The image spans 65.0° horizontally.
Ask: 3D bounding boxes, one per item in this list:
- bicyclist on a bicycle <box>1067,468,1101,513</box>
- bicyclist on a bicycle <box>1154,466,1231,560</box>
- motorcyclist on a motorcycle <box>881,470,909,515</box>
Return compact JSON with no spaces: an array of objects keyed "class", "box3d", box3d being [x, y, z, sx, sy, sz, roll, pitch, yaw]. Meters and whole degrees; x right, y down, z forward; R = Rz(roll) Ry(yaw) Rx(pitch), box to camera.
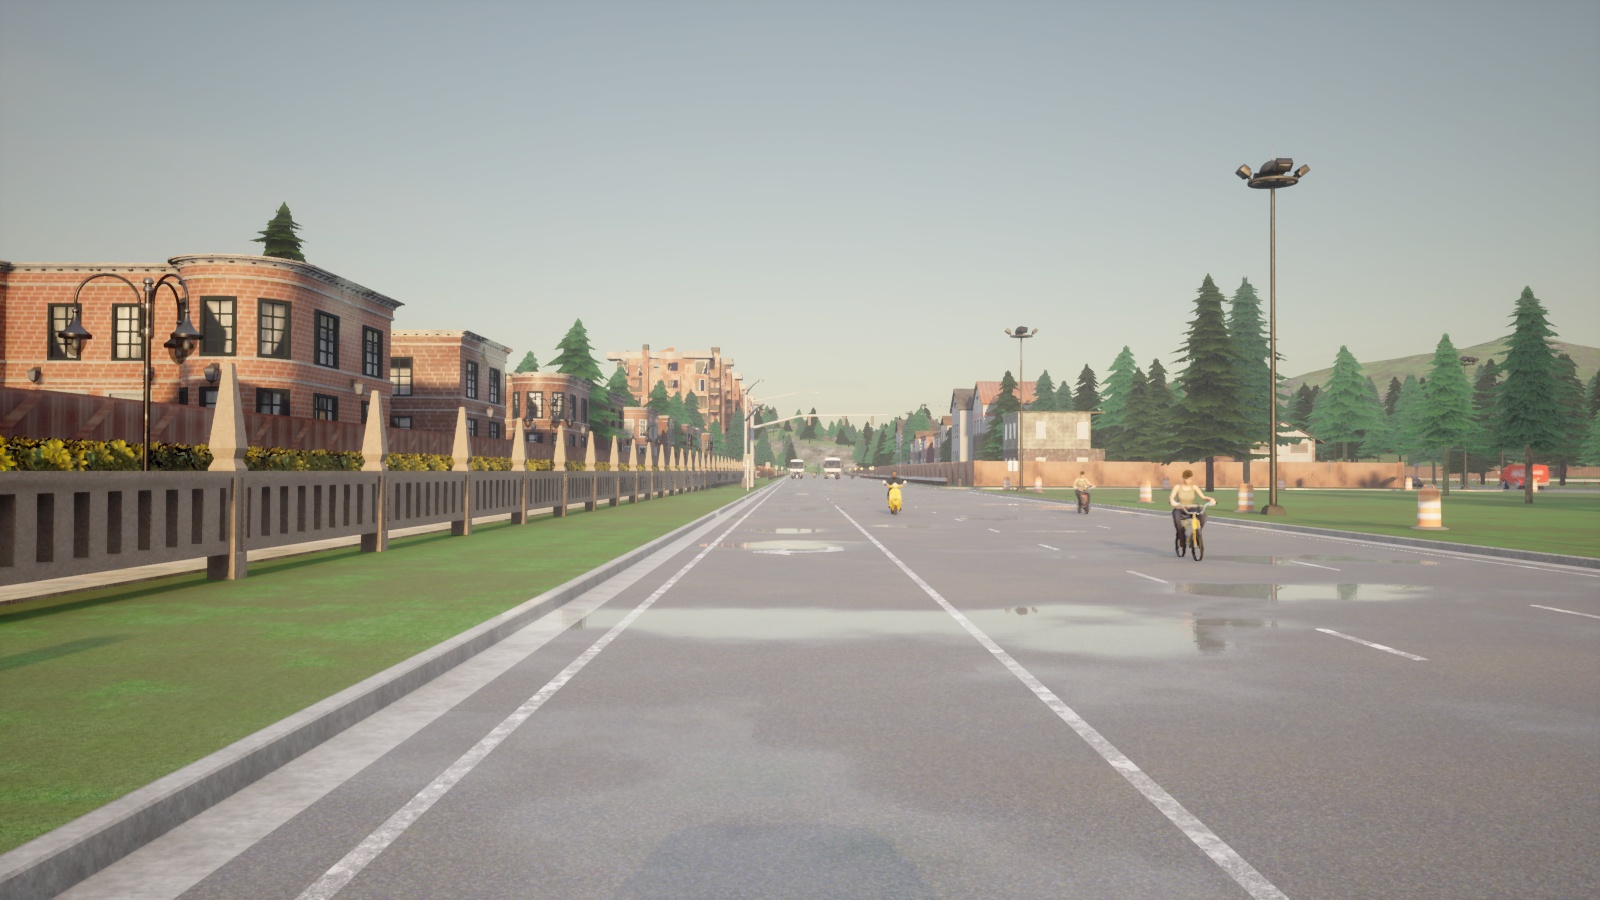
[{"class":"bicyclist on a bicycle","box3d":[10.363,1.477,45.803,0.866,1.612,1.509,0,-1,-1]},{"class":"bicyclist on a bicycle","box3d":[6.950,1.097,22.315,0.866,1.612,1.509,0,-1,0]},{"class":"motorcyclist on a motorcycle","box3d":[3.396,1.508,45.000,0.866,1.590,1.817,0,-1,0]}]
